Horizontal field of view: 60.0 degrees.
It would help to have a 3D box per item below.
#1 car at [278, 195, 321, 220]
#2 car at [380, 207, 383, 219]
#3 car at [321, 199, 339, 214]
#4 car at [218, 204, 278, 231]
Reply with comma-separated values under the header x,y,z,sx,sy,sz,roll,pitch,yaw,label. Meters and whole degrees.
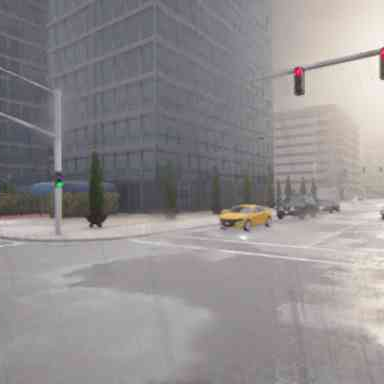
x,y,z,sx,sy,sz,roll,pitch,yaw,label
9.369,1.324,29.587,2.150,2.045,5.566,-1,0,36,car
17.465,1.624,28.475,1.895,1.301,4.718,-1,0,36,car
15.343,1.592,37.770,2.128,1.511,4.902,-1,0,36,car
3.537,1.581,21.587,1.882,1.535,5.008,-1,0,36,car
